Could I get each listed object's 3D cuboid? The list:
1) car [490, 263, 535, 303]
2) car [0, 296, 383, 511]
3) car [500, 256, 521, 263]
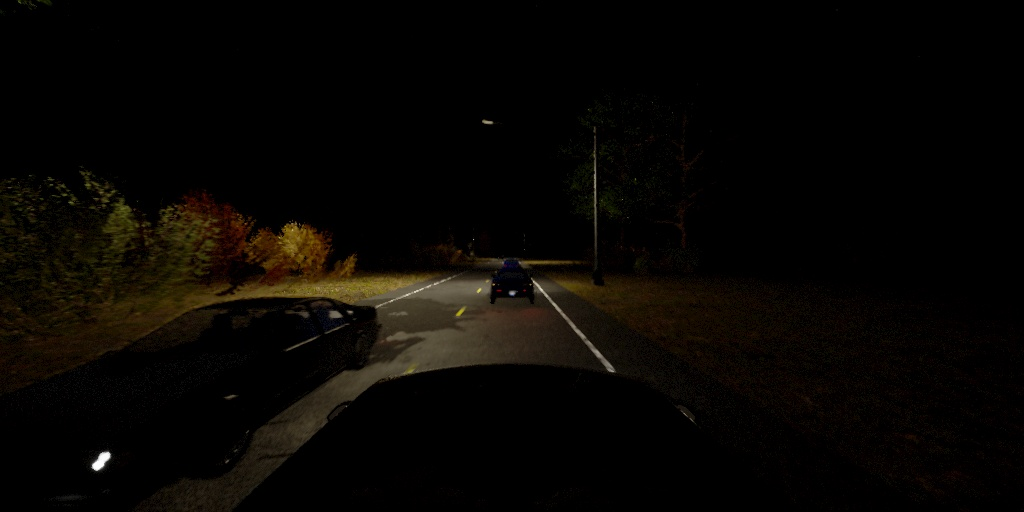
[{"bbox_3d":[0.006,1.222,16.141,1.812,1.442,4.674,0,0,0],"label":"car"},{"bbox_3d":[-3.528,1.313,5.001,2.033,1.411,5.357,0,0,0],"label":"car"},{"bbox_3d":[-0.070,1.079,38.818,1.882,1.535,5.008,0,0,0],"label":"car"}]
